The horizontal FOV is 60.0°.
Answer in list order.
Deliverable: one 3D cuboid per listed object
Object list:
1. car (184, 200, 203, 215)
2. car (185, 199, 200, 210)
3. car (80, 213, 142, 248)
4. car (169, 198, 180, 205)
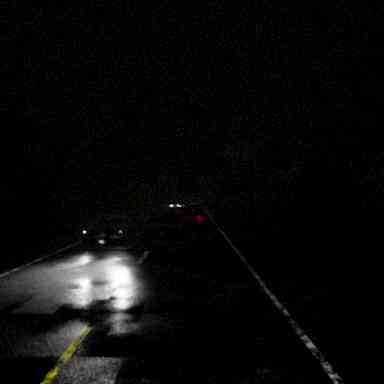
[{"bbox_3d":[0.148,1.749,37.367,1.812,1.442,4.674,0,-1,0],"label":"car"},{"bbox_3d":[0.064,1.832,48.087,2.033,1.411,5.357,0,0,0],"label":"car"},{"bbox_3d":[-3.581,1.694,15.454,1.895,1.301,4.718,0,0,0],"label":"car"},{"bbox_3d":[-3.417,1.918,67.483,1.812,1.442,4.674,0,0,0],"label":"car"}]
